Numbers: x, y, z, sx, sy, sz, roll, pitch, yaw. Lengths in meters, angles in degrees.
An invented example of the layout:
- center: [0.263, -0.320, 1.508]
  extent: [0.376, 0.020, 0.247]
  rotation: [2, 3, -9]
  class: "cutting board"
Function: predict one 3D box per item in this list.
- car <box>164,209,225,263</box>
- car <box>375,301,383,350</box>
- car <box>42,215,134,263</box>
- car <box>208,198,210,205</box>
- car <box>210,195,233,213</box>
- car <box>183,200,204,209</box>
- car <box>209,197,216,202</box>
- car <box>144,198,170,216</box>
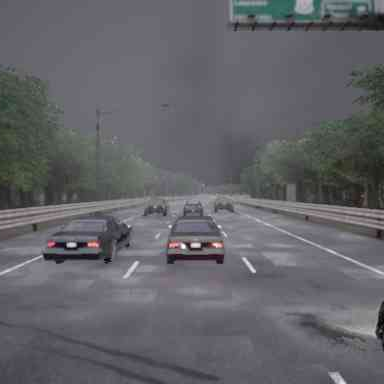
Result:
- center: [0.101, 1.544, 11.854]
  extent: [2.033, 1.411, 5.357]
  rotation: [0, 0, 0]
  class: "car"
- center: [3.499, 1.499, 2.847]
  extent: [1.994, 1.385, 4.181]
  rotation: [0, 0, 0]
  class: "car"
- center: [-3.399, 1.544, 11.918]
  extent: [2.033, 1.411, 5.357]
  rotation: [0, 0, 0]
  class: "car"
- center: [4.144, 1.595, 62.587]
  extent: [1.882, 1.535, 5.008]
  rotation: [0, 0, 2]
  class: "car"
- center: [3.563, 1.347, 38.745]
  extent: [2.097, 1.767, 4.553]
  rotation: [0, 0, 1]
  class: "car"
- center: [0.134, 1.526, 32.897]
  extent: [2.128, 1.511, 4.902]
  rotation: [0, 0, 0]
  class: "car"
- center: [5.251, 1.887, 85.368]
  extent: [1.812, 1.442, 4.674]
  rotation: [0, -1, 3]
  class: "car"
- center: [-3.365, 1.386, 32.660]
  extent: [2.097, 1.767, 4.553]
  rotation: [0, 0, 0]
  class: "car"
